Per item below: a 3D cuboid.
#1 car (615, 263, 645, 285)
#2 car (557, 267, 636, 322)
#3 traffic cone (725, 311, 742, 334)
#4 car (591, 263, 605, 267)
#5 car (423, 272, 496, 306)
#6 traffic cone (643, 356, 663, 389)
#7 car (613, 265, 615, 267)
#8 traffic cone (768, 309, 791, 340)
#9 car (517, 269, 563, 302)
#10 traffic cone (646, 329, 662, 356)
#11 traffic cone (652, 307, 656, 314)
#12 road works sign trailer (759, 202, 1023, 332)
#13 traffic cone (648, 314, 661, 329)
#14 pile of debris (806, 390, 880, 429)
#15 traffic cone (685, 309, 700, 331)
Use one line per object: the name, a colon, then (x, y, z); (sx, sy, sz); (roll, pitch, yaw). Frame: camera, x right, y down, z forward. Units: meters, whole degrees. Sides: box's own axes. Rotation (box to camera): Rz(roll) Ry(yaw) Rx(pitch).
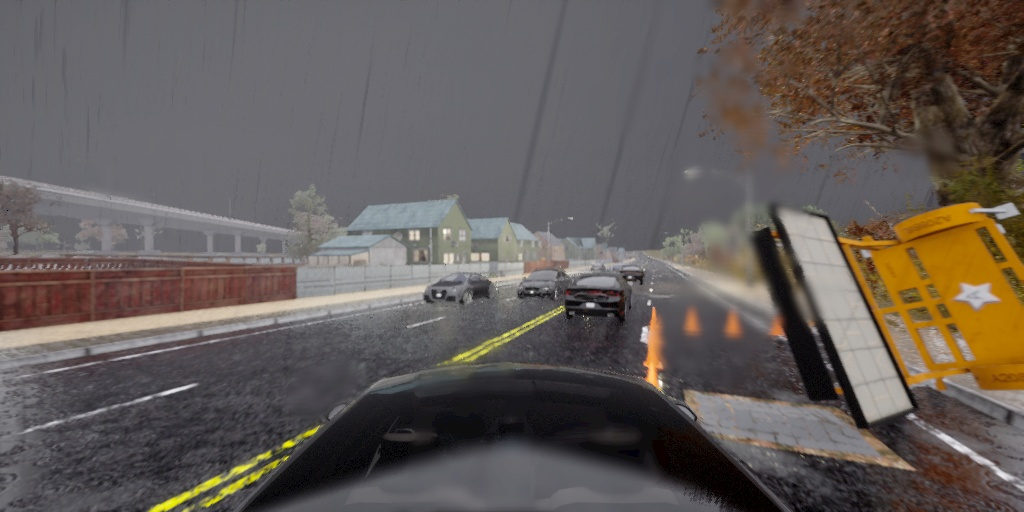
car: (9.987, 1.497, 29.841); (1.882, 1.535, 5.008); (0, -1, 22)
car: (3.268, 1.342, 13.045); (1.882, 1.535, 5.008); (0, -1, 22)
traffic cone: (5.995, 1.779, 9.704); (0.340, 0.580, 0.340); (0, 0, 22)
car: (13.742, 1.792, 57.183); (1.812, 1.442, 4.674); (0, -1, 22)
car: (-2.363, 1.481, 17.002); (1.994, 1.385, 4.181); (0, -1, 22)
traffic cone: (1.910, 1.736, 4.875); (0.340, 0.580, 0.340); (0, 0, 22)
car: (17.206, 1.783, 57.085); (1.812, 1.442, 4.674); (0, 0, 22)
traffic cone: (6.923, 1.773, 9.332); (0.340, 0.580, 0.340); (0, 0, 22)
car: (1.802, 1.430, 18.672); (1.837, 1.490, 4.892); (0, -1, 22)
traffic cone: (2.653, 1.754, 6.732); (0.340, 0.580, 0.340); (0, 0, 22)
traffic cone: (4.139, 1.791, 10.446); (0.340, 0.580, 0.340); (0, 0, 22)
road works sign trailer: (6.098, -0.960, 5.541); (2.880, 3.560, 2.380); (0, 0, -15)
traffic cone: (3.396, 1.772, 8.589); (0.340, 0.580, 0.340); (0, 0, 22)
pile of debris: (3.178, 1.938, 4.382); (1.860, 0.140, 1.500); (0, 0, 22)
traffic cone: (5.067, 1.785, 10.075); (0.340, 0.580, 0.340); (0, 0, 22)
